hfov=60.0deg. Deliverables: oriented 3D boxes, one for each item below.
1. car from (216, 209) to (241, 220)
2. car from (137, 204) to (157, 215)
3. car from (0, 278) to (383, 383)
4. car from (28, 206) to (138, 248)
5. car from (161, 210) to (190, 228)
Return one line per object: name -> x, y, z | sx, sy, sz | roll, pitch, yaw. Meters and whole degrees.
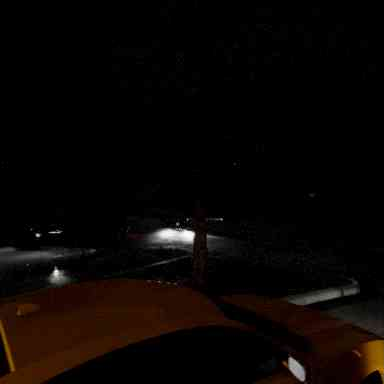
car -> 5.195, 2.891, 43.581 | 4.181, 1.385, 1.994 | 4, -2, -36
car -> -7.212, 2.316, 43.995 | 5.357, 1.411, 2.033 | 3, -2, -1
car -> -0.372, 1.486, 2.607 | 5.008, 1.535, 1.882 | 1, 0, -35
car -> -4.691, 1.462, 14.584 | 1.837, 1.490, 4.892 | 4, -1, 25
car -> -1.407, 2.073, 26.255 | 1.895, 1.301, 4.718 | 3, -2, -10
